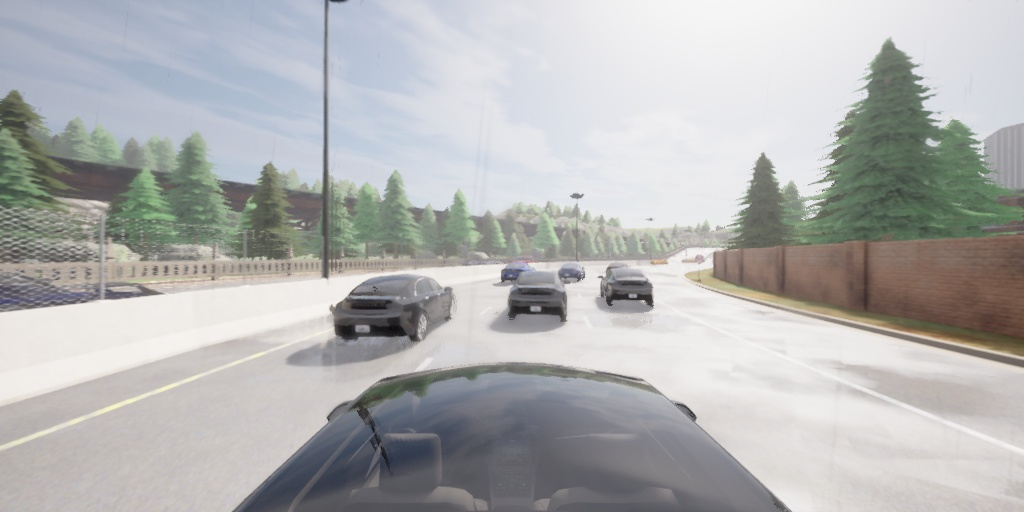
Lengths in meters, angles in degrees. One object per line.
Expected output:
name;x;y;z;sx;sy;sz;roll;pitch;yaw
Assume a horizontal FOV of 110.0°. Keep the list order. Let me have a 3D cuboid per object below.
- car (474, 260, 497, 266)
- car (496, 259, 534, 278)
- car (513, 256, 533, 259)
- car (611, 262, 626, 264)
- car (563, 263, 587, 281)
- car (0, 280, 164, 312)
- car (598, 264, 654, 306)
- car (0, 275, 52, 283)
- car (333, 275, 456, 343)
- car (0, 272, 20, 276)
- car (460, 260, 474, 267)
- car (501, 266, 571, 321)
car;-2.722;1.310;48.295;1.812;1.442;4.674;0;0;27
car;0.592;1.257;27.700;1.882;1.535;5.008;0;0;16
car;1.202;1.022;48.415;2.150;2.045;5.566;0;0;28
car;10.016;1.306;33.606;1.882;1.535;5.008;0;0;21
car;5.059;1.328;30.269;1.812;1.442;4.674;0;0;18
car;-10.234;1.310;8.322;1.895;1.301;4.718;0;0;4
car;5.048;1.293;16.153;1.837;1.490;4.892;0;0;10
car;-13.686;1.295;8.956;1.895;1.301;4.718;0;0;5
car;-2.867;1.250;9.756;1.837;1.490;4.892;0;0;5
car;-17.016;1.185;10.509;1.837;1.490;4.892;0;0;6
car;-5.253;1.323;51.131;2.033;1.411;5.357;0;0;28
car;0.982;1.266;12.667;1.837;1.490;4.892;0;0;7
